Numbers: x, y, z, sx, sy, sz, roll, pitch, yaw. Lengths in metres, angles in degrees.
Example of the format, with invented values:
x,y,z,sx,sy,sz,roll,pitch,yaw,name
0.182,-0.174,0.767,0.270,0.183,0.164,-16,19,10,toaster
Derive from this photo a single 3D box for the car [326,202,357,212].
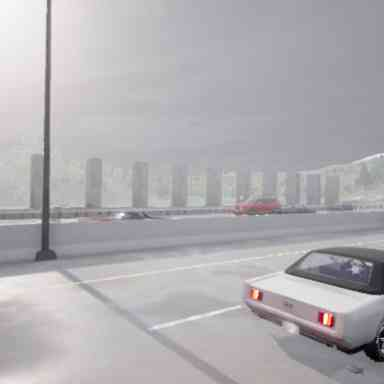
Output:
x,y,z,sx,sy,sz,roll,pitch,yaw,name
21.782,2.130,48.316,5.357,1.411,2.033,1,0,-34,car

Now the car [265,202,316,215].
x,y,z,sx,sy,sz,roll,pitch,yaw,name
9.569,1.930,31.641,4.718,1.301,1.895,1,0,-34,car

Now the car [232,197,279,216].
x,y,z,sx,sy,sz,roll,pitch,yaw,name
6.672,1.536,33.913,5.566,2.045,2.150,1,-1,-34,car

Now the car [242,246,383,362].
x,y,z,sx,sy,sz,roll,pitch,yaw,name
3.238,1.677,6.013,4.718,1.301,1.895,1,-1,-35,car

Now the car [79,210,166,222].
x,y,z,sx,sy,sz,roll,pitch,yaw,name
-3.824,1.687,18.379,4.718,1.301,1.895,1,0,-35,car
